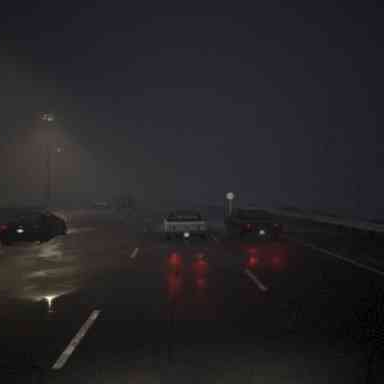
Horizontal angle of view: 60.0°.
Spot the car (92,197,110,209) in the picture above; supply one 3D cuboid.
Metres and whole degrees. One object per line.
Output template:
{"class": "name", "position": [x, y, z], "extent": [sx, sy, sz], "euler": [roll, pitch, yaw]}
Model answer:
{"class": "car", "position": [-13.675, 1.770, 49.119], "extent": [1.895, 1.301, 4.718], "euler": [-1, 0, -18]}

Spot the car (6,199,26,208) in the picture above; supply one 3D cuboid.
{"class": "car", "position": [-24.646, 1.802, 46.741], "extent": [2.128, 1.511, 4.902], "euler": [-1, 0, -17]}

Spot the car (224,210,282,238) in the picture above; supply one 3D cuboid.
{"class": "car", "position": [2.974, 1.561, 17.376], "extent": [1.895, 1.301, 4.718], "euler": [-1, 0, -6]}

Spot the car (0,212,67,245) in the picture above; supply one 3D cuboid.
{"class": "car", "position": [-7.604, 1.659, 16.339], "extent": [1.994, 1.385, 4.181], "euler": [-1, 0, -6]}

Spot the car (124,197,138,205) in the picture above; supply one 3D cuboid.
{"class": "car", "position": [-11.656, 1.668, 63.032], "extent": [1.812, 1.442, 4.674], "euler": [0, 0, -21]}

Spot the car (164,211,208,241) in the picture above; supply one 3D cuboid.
{"class": "car", "position": [-0.460, 1.605, 16.823], "extent": [1.895, 1.301, 4.718], "euler": [-1, 0, -6]}

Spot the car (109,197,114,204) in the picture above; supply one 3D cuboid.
{"class": "car", "position": [-15.171, 1.692, 62.510], "extent": [1.837, 1.490, 4.892], "euler": [0, 0, -22]}

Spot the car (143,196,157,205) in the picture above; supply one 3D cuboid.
{"class": "car", "position": [-7.943, 1.586, 63.372], "extent": [2.128, 1.511, 4.902], "euler": [-1, 0, -21]}

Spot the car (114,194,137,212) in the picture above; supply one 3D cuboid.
{"class": "car", "position": [-8.248, 1.322, 41.314], "extent": [2.150, 2.045, 5.566], "euler": [0, 0, -14]}
